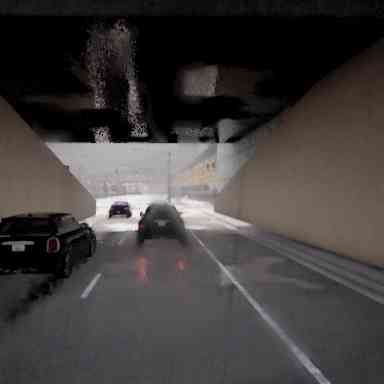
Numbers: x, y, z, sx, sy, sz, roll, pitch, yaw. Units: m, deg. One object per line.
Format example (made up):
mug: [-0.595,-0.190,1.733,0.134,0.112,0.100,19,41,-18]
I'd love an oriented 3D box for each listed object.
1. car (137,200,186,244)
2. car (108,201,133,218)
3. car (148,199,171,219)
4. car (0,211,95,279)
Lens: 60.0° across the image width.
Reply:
car: [-1.468,1.357,16.019,2.097,1.767,4.553,0,0,-6]
car: [-6.532,1.565,30.680,1.812,1.442,4.674,0,0,-6]
car: [-2.994,1.488,30.510,1.882,1.535,5.008,0,0,-6]
car: [-4.403,1.383,10.195,2.097,1.767,4.553,0,0,-5]
